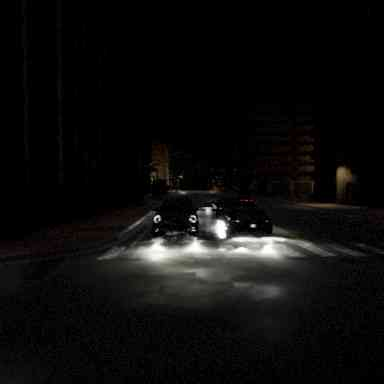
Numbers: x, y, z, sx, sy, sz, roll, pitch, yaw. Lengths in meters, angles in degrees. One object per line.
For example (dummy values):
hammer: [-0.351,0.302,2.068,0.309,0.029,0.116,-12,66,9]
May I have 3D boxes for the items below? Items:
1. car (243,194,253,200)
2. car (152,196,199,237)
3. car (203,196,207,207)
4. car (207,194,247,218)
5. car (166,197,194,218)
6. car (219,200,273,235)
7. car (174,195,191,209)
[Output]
car: [6.073,0.956,39.886,2.033,1.411,5.357,-1,1,-1]
car: [-0.768,1.157,16.550,2.097,1.767,4.553,-1,1,-1]
car: [2.416,0.981,39.128,1.812,1.442,4.674,-1,1,0]
car: [2.587,1.130,26.006,2.128,1.511,4.902,-1,1,-1]
car: [-0.925,1.202,27.394,2.033,1.411,5.357,-1,1,-1]
car: [2.731,1.327,17.090,1.994,1.385,4.181,-1,1,-1]
car: [-1.048,1.104,38.241,1.895,1.301,4.718,-1,1,0]
